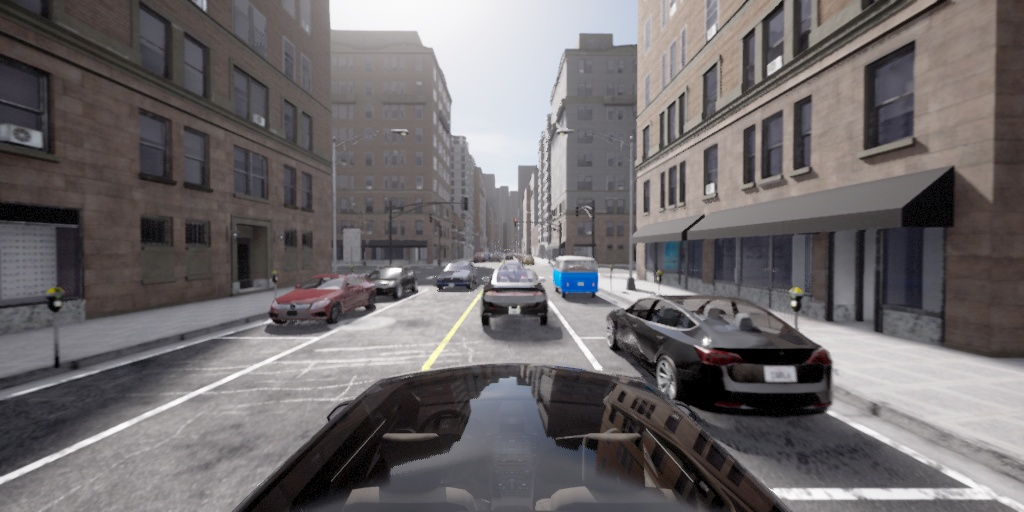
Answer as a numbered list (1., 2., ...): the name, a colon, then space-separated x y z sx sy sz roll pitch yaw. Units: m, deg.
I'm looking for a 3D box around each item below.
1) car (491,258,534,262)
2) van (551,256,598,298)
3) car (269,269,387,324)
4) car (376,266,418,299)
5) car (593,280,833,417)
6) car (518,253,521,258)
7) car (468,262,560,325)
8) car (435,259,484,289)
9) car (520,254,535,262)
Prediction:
1. car: 0.003 1.060 21.509 2.033 1.411 5.357 0 1 0
2. van: 2.858 0.909 16.800 1.690 1.789 3.998 0 0 0
3. car: -5.667 1.216 11.340 1.802 1.307 4.207 0 0 0
4. car: -5.667 1.135 16.791 1.948 1.339 4.313 0 0 0
5. car: 2.857 1.265 5.903 1.948 1.339 4.313 0 0 0
6. car: 2.579 0.463 61.511 1.967 1.591 4.097 0 0 -1
7. car: 0.073 1.127 11.243 2.128 1.511 4.902 0 1 0
8. car: -3.036 1.068 20.839 2.033 1.411 5.357 0 1 1
9. car: 2.652 0.617 56.157 1.751 1.417 4.829 0 0 -1
